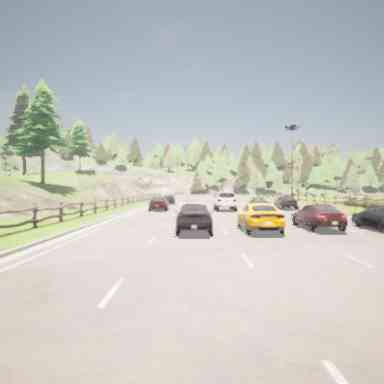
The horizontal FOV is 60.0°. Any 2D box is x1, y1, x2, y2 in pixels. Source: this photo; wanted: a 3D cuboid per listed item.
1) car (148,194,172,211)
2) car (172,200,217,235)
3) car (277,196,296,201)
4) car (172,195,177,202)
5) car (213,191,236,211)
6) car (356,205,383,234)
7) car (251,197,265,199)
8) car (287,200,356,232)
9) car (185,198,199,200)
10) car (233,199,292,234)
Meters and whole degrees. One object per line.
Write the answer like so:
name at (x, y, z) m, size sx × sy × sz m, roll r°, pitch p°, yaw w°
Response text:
car at (-3.477, 1.194, 35.609) m, size 1.882 × 1.535 × 5.008 m, roll 0°, pitch 1°, yaw 0°
car at (0.107, 1.361, 17.615) m, size 1.837 × 1.490 × 4.892 m, roll 0°, pitch 0°, yaw 0°
car at (10.545, 1.205, 37.674) m, size 1.837 × 1.490 × 4.892 m, roll 0°, pitch 1°, yaw 1°
car at (-3.432, 1.106, 50.324) m, size 1.837 × 1.490 × 4.892 m, roll 0°, pitch 1°, yaw 1°
car at (3.525, 0.938, 35.823) m, size 2.150 × 2.045 × 5.566 m, roll 0°, pitch 1°, yaw 0°
car at (10.608, 1.415, 18.379) m, size 1.994 × 1.385 × 4.181 m, roll 0°, pitch 0°, yaw 0°
car at (7.023, 1.263, 35.625) m, size 2.033 × 1.411 × 5.357 m, roll 0°, pitch 0°, yaw 0°
car at (7.106, 1.374, 18.840) m, size 1.812 × 1.442 × 4.674 m, roll 0°, pitch 0°, yaw 0°
car at (0.032, 1.308, 36.802) m, size 1.895 × 1.301 × 4.718 m, roll 0°, pitch 0°, yaw 0°
car at (3.608, 1.333, 18.049) m, size 1.882 × 1.535 × 5.008 m, roll 0°, pitch 0°, yaw 0°
